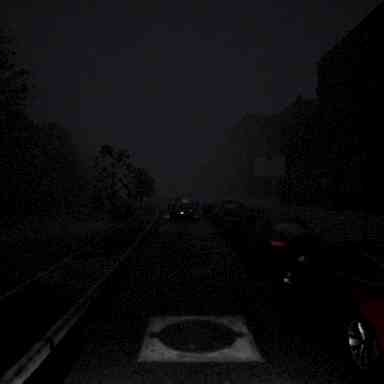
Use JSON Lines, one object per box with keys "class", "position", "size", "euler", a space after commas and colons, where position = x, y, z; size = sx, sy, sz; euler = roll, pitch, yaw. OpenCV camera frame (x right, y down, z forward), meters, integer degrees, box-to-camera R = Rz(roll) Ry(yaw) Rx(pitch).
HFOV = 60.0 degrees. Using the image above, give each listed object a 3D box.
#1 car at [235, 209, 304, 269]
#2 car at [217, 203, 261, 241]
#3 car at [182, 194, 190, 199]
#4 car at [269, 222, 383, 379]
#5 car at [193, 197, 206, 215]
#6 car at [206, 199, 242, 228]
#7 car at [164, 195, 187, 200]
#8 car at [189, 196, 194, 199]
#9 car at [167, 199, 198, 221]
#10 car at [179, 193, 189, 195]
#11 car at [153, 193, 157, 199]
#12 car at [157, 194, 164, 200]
{"class": "car", "position": [2.886, 1.529, 11.070], "size": [2.002, 1.452, 4.674], "euler": [0, 0, -1]}
{"class": "car", "position": [2.708, 1.520, 16.670], "size": [2.163, 1.488, 4.792], "euler": [0, 0, -2]}
{"class": "car", "position": [0.019, 1.461, 50.085], "size": [1.946, 1.575, 5.366], "euler": [0, 0, -6]}
{"class": "car", "position": [3.009, 1.515, 5.542], "size": [2.163, 1.488, 4.792], "euler": [0, 0, -1]}
{"class": "car", "position": [1.689, 1.486, 33.285], "size": [2.231, 1.521, 4.892], "euler": [0, 0, -4]}
{"class": "car", "position": [2.441, 1.364, 22.164], "size": [2.185, 1.767, 4.553], "euler": [0, 0, -3]}
{"class": "car", "position": [-2.200, 1.481, 42.839], "size": [2.128, 1.511, 4.902], "euler": [0, 0, -6]}
{"class": "car", "position": [1.207, 1.480, 38.826], "size": [2.097, 1.535, 5.008], "euler": [0, 0, -5]}
{"class": "car", "position": [-0.887, 1.567, 27.309], "size": [1.994, 1.385, 4.181], "euler": [0, 0, -4]}
{"class": "car", "position": [-0.710, 1.445, 55.602], "size": [1.946, 1.575, 5.366], "euler": [0, 0, -8]}
{"class": "car", "position": [-9.072, 1.242, 95.037], "size": [2.163, 1.488, 4.792], "euler": [0, 0, -15]}
{"class": "car", "position": [-7.227, 1.258, 88.242], "size": [1.946, 1.575, 5.366], "euler": [0, 0, -14]}
